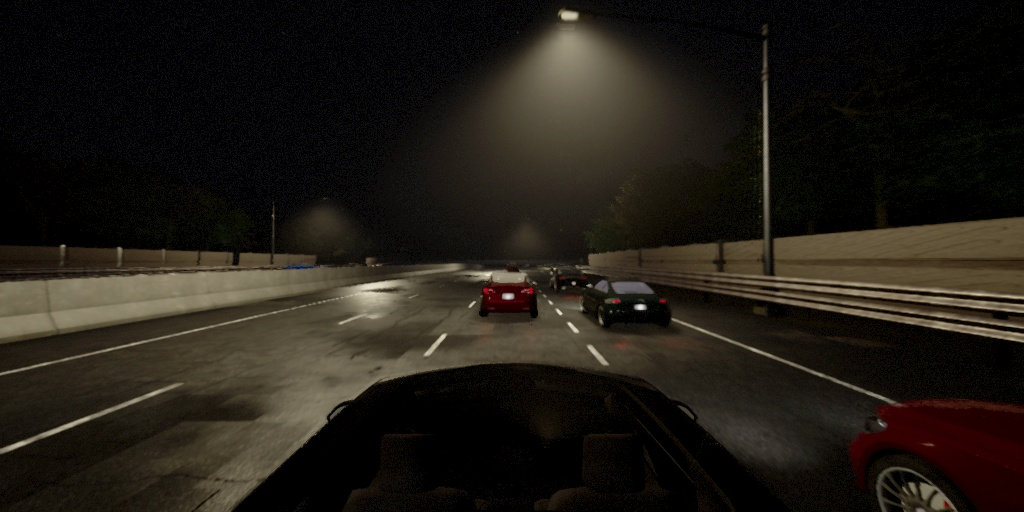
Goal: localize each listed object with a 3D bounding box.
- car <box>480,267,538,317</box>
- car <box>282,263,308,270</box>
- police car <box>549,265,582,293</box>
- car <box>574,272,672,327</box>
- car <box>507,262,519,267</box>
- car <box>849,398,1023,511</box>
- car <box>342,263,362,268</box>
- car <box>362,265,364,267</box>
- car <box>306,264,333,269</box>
[{"bbox_3d":[-0.095,1.344,13.704,2.163,1.488,4.792,0,-1,1],"label":"car"},{"bbox_3d":[-27.994,1.621,47.065,1.882,1.535,5.008,0,-1,0],"label":"car"},{"bbox_3d":[3.503,1.376,22.898,1.930,1.638,5.238,0,-1,0],"label":"police car"},{"bbox_3d":[3.501,1.386,11.774,1.994,1.385,4.181,0,-1,0],"label":"car"},{"bbox_3d":[0.101,2.009,59.042,1.882,1.535,5.008,0,-1,0],"label":"car"},{"bbox_3d":[3.499,1.272,0.759,1.812,1.442,4.674,0,0,0],"label":"car"},{"bbox_3d":[-20.993,1.753,47.088,2.097,1.767,4.553,0,-1,0],"label":"car"},{"bbox_3d":[-17.493,2.002,47.023,1.895,1.301,4.718,0,-1,0],"label":"car"},{"bbox_3d":[-24.493,1.948,47.054,1.994,1.385,4.181,0,-1,0],"label":"car"}]
